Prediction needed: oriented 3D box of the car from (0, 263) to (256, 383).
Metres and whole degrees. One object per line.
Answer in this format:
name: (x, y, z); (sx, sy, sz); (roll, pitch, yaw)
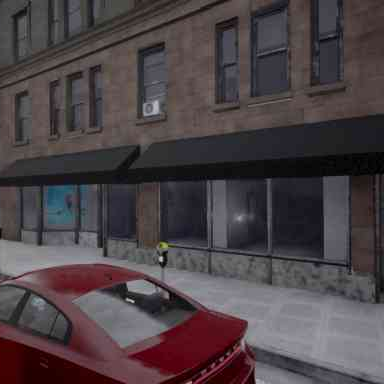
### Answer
car: (-1.501, 1.545, 3.919); (4.507, 1.381, 1.887); (0, 0, 35)
